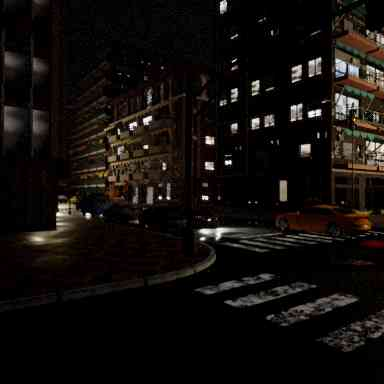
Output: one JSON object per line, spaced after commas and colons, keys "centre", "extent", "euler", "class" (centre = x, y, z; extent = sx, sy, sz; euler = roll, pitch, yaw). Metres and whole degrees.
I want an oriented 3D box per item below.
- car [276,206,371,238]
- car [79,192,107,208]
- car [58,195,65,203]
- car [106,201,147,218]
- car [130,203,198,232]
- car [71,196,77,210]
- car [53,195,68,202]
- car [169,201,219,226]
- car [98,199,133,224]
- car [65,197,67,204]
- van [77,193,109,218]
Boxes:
{"centre": [6.804, 1.462, 17.787], "extent": [1.882, 1.535, 5.008], "euler": [0, 0, -36], "class": "car"}
{"centre": [-13.988, 1.140, 46.726], "extent": [2.150, 2.045, 5.566], "euler": [0, -1, -36], "class": "car"}
{"centre": [-24.448, 1.456, 61.261], "extent": [2.033, 1.411, 5.357], "euler": [0, 0, -35], "class": "car"}
{"centre": [-5.999, 1.538, 30.120], "extent": [1.895, 1.301, 4.718], "euler": [0, 0, -36], "class": "car"}
{"centre": [-1.759, 1.526, 19.781], "extent": [1.802, 1.307, 4.206], "euler": [0, 0, -36], "class": "car"}
{"centre": [-12.068, 1.428, 38.587], "extent": [1.837, 1.490, 4.892], "euler": [0, 0, -35], "class": "car"}
{"centre": [-28.001, 1.360, 70.665], "extent": [1.967, 1.590, 4.097], "euler": [0, 0, -36], "class": "car"}
{"centre": [-0.100, 1.518, 21.903], "extent": [1.994, 1.385, 4.181], "euler": [0, 0, -36], "class": "car"}
{"centre": [-4.963, 1.459, 24.242], "extent": [1.752, 1.417, 4.829], "euler": [0, 0, -36], "class": "car"}
{"centre": [-21.491, 1.447, 61.605], "extent": [1.752, 1.417, 4.829], "euler": [0, 0, -36], "class": "car"}
{"centre": [-8.367, 1.265, 28.981], "extent": [1.690, 1.788, 3.998], "euler": [0, 0, -36], "class": "van"}
